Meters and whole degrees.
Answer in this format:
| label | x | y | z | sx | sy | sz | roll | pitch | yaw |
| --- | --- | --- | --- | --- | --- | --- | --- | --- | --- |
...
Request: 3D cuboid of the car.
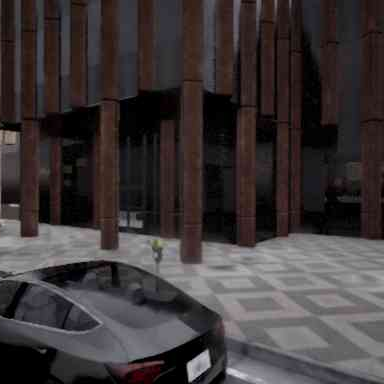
| label | x | y | z | sx | sy | sz | roll | pitch | yaw |
| --- | --- | --- | --- | --- | --- | --- | --- | --- | --- |
| car | -1.631 | 1.543 | 4.132 | 4.313 | 1.339 | 1.947 | 0 | 0 | 36 |
